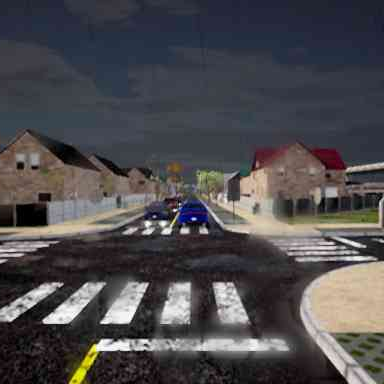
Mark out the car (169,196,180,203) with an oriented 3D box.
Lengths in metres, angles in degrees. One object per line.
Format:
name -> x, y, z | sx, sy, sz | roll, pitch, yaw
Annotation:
car -> -2.798, 1.431, 42.179 | 1.812, 1.442, 4.674 | 0, 0, 0

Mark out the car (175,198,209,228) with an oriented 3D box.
car -> 0.122, 1.429, 21.915 | 1.882, 1.535, 5.008 | 0, 0, 0

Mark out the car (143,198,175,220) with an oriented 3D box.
car -> -2.819, 1.486, 27.753 | 2.033, 1.411, 5.357 | 0, 0, 0
